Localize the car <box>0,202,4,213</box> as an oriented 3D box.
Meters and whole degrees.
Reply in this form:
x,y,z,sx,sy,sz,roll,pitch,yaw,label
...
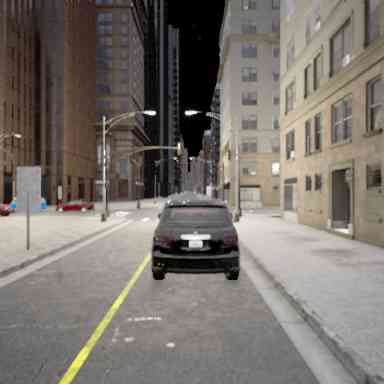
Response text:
x,y,z,sx,sy,sz,roll,pitch,yaw,label
-25.209,1.859,39.877,4.206,1.307,1.802,-1,0,0,car

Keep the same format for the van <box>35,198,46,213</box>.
x,y,z,sx,sy,sz,roll,pitch,yaw,label
-19.588,1.551,39.852,3.998,1.788,1.690,-1,0,0,van

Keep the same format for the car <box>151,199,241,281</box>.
x,y,z,sx,sy,sz,roll,pitch,yaw,label
0.105,1.215,9.947,2.150,2.045,5.566,0,0,0,car

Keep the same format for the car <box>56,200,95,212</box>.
x,y,z,sx,sy,sz,roll,pitch,yaw,label
-13.962,1.687,39.830,4.507,1.381,1.887,-1,0,0,car

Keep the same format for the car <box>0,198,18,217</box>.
x,y,z,sx,sy,sz,roll,pitch,yaw,label
-19.615,1.492,31.326,5.009,1.841,2.192,-1,0,0,car

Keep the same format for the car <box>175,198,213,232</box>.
x,y,z,sx,sy,sz,roll,pitch,yaw,label
0.106,1.338,20.954,2.097,1.767,4.553,0,0,0,car
